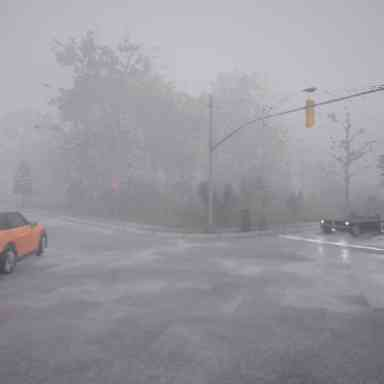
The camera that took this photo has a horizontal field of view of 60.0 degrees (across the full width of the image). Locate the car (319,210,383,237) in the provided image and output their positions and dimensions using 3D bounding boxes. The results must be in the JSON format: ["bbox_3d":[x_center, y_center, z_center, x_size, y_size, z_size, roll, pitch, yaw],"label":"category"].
[{"bbox_3d":[9.502,1.750,19.354,4.718,1.301,1.895,1,0,-35],"label":"car"}]

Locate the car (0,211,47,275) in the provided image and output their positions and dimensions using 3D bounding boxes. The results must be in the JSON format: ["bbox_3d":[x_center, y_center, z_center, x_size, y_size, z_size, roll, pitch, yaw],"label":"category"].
[{"bbox_3d":[-6.177,1.359,10.471,2.097,1.767,4.553,0,0,-8],"label":"car"}]
